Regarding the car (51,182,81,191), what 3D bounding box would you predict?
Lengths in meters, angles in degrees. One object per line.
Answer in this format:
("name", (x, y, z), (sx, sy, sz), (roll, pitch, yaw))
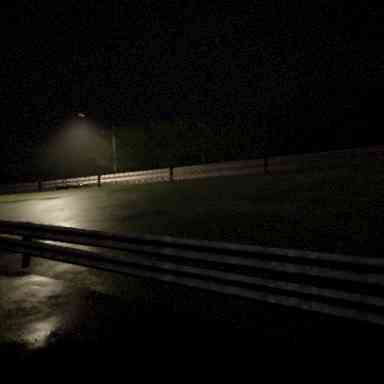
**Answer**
("car", (-19.126, -0.692, 50.373), (4.892, 1.490, 1.837), (-4, -2, 24))
